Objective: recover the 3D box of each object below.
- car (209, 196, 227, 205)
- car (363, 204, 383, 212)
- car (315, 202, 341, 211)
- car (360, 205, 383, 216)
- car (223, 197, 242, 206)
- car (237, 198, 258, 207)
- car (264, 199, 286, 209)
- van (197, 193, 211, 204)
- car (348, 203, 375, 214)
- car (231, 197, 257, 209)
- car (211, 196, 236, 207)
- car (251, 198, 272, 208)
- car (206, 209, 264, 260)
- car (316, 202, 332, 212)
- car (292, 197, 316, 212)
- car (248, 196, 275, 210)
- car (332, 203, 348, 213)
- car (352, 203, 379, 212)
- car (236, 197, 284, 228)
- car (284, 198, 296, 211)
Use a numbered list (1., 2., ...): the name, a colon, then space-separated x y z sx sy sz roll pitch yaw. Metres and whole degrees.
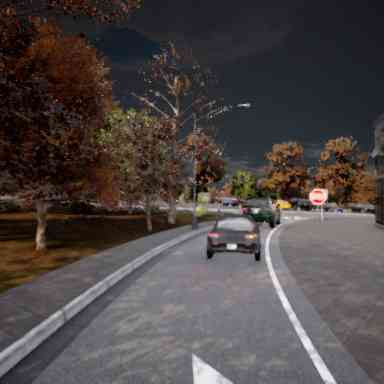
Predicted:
1. car: 4.810 1.556 61.457 2.002 1.452 4.674 4 -1 -11
2. car: 37.614 3.234 67.850 2.097 1.535 5.008 2 0 -11
3. car: 26.803 2.816 65.733 2.231 1.521 4.892 3 0 -11
4. car: 29.356 2.869 52.881 2.163 1.488 4.792 3 0 -11
5. car: 7.537 1.749 61.988 2.002 1.452 4.674 4 -1 -11
6. car: 10.385 1.934 62.570 2.163 1.488 4.792 4 -1 -11
7. car: 15.831 2.247 63.791 1.946 1.575 5.366 4 -1 -11
8. van: 2.235 1.107 60.823 1.878 1.987 4.442 4 0 -11
9. car: 26.630 2.587 52.348 2.185 1.767 4.553 3 0 -11
10. car: 7.495 1.580 48.682 2.163 1.488 4.792 4 -1 -11
11. car: 4.781 1.387 48.093 2.163 1.488 4.792 4 -1 -11
12. car: 13.092 2.079 63.257 1.946 1.575 5.366 4 -1 -11
13. car: 1.661 1.569 12.604 1.812 1.442 4.674 0 -1 11
14. car: 18.424 2.276 50.775 2.231 1.521 4.892 3 -1 -11
15. car: 15.699 1.856 50.279 2.435 2.045 5.566 4 -1 -11
16. car: 10.233 1.619 49.217 2.185 1.767 4.553 4 -1 -11
17. car: 21.150 2.462 51.282 2.163 1.488 4.792 3 0 -11
18. car: 34.914 3.138 67.130 1.946 1.575 5.366 2 0 -11
19. car: 5.082 1.417 24.137 2.150 2.045 5.566 0 -1 21
20. car: 12.954 1.930 49.710 2.097 1.535 5.008 4 -1 -11
